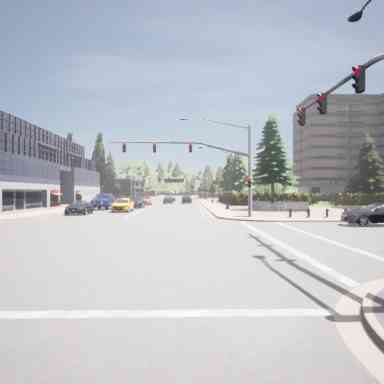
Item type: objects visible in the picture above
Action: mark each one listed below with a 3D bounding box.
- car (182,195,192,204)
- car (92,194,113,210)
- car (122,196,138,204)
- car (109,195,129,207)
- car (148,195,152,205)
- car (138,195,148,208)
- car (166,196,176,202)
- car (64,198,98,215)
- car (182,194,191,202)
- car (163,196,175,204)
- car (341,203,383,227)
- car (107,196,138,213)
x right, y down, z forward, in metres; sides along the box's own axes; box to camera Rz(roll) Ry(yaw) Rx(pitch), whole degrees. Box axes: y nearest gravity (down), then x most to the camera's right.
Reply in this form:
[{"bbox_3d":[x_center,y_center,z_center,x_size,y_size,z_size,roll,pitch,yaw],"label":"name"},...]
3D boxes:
[{"bbox_3d":[-0.988,1.516,64.889,1.837,1.490,4.892,0,0,-1],"label":"car"},{"bbox_3d":[-11.383,1.229,42.755,2.150,2.045,5.566,0,0,-1],"label":"car"},{"bbox_3d":[-11.606,1.502,62.914,2.128,1.511,4.902,0,0,0],"label":"car"},{"bbox_3d":[-11.508,1.361,52.655,2.097,1.767,4.553,0,0,-1],"label":"car"},{"bbox_3d":[-8.061,1.362,57.146,2.097,1.767,4.553,0,0,-1],"label":"car"},{"bbox_3d":[-7.938,1.360,47.032,2.097,1.767,4.553,0,0,-1],"label":"car"},{"bbox_3d":[-4.732,1.522,75.200,1.895,1.301,4.718,0,0,-1],"label":"car"},{"bbox_3d":[-11.248,1.570,33.403,1.994,1.385,4.181,0,0,-1],"label":"car"},{"bbox_3d":[-1.226,1.368,74.955,2.097,1.767,4.553,0,0,-1],"label":"car"},{"bbox_3d":[-4.584,1.558,64.565,2.033,1.411,5.357,0,0,-1],"label":"car"},{"bbox_3d":[12.498,1.495,22.172,4.902,1.511,2.128,0,0,-1],"label":"car"},{"bbox_3d":[-7.813,1.484,37.795,1.882,1.535,5.008,0,0,-1],"label":"car"}]
